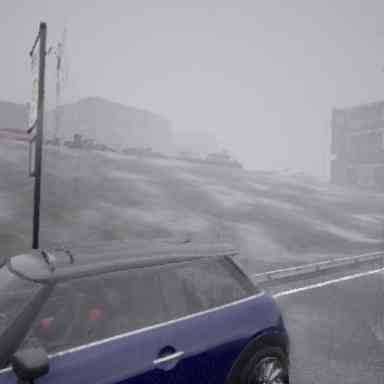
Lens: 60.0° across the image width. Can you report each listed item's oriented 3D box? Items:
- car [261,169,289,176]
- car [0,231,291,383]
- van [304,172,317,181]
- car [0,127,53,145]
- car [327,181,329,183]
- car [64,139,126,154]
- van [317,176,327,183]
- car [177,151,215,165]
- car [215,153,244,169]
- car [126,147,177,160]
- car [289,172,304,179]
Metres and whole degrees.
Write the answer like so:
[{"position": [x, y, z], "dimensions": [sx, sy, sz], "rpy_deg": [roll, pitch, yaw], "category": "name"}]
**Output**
[{"position": [11.333, -2.513, 47.097], "dimensions": [2.002, 1.452, 4.674], "rpy_deg": [1, -2, 42], "category": "car"}, {"position": [-1.196, 1.334, 3.065], "dimensions": [4.553, 1.767, 2.097], "rpy_deg": [0, 0, -36], "category": "car"}, {"position": [18.695, -2.216, 55.556], "dimensions": [1.878, 1.987, 4.442], "rpy_deg": [1, -2, 41], "category": "van"}, {"position": [-12.367, -3.716, 23.866], "dimensions": [4.792, 1.488, 2.163], "rpy_deg": [2, -1, -40], "category": "car"}, {"position": [25.537, -1.334, 64.125], "dimensions": [2.163, 1.488, 4.792], "rpy_deg": [1, -3, 38], "category": "car"}, {"position": [-8.226, -3.540, 27.510], "dimensions": [4.674, 1.452, 2.002], "rpy_deg": [2, -1, -41], "category": "car"}, {"position": [22.186, -1.907, 59.845], "dimensions": [1.878, 1.987, 4.442], "rpy_deg": [1, -2, 39], "category": "van"}, {"position": [-0.170, -3.357, 35.083], "dimensions": [4.553, 1.767, 2.185], "rpy_deg": [3, -1, -44], "category": "car"}, {"position": [3.805, -3.275, 39.044], "dimensions": [5.566, 2.045, 2.435], "rpy_deg": [3, -1, -45], "category": "car"}, {"position": [-4.234, -3.417, 31.177], "dimensions": [4.892, 1.521, 2.231], "rpy_deg": [2, -1, -43], "category": "car"}, {"position": [14.998, -2.246, 51.247], "dimensions": [2.002, 1.452, 4.674], "rpy_deg": [1, -2, 41], "category": "car"}]
